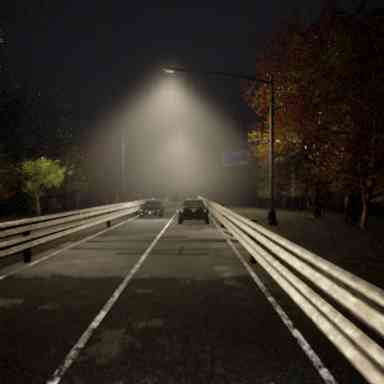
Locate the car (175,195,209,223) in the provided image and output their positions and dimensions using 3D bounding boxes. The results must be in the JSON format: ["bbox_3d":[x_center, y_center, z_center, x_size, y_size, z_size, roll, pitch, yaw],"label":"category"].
[{"bbox_3d":[0.112,1.279,24.530,2.097,1.767,4.553,0,0,0],"label":"car"}]

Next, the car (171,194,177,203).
[{"bbox_3d":[-3.241,1.311,69.466,2.097,1.767,4.553,0,0,0],"label":"car"}]

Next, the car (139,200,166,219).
[{"bbox_3d":[-3.332,1.435,28.720,1.837,1.490,4.892,0,0,0],"label":"car"}]

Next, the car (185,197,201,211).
[{"bbox_3d":[0.119,1.446,41.753,1.837,1.490,4.892,0,0,0],"label":"car"}]
